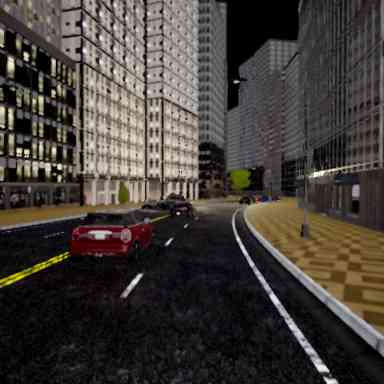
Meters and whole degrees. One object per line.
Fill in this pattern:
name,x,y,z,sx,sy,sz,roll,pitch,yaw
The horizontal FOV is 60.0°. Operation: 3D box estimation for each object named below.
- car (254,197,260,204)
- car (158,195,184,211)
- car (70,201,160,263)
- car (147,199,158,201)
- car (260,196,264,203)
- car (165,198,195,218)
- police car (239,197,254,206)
car,13.011,1.845,72.488,1.837,1.490,4.892,0,0,19
car,-2.324,1.360,43.602,2.150,2.045,5.566,0,0,11
car,-2.700,1.389,12.312,2.097,1.767,4.553,0,0,3
car,-5.279,1.677,45.463,2.033,1.411,5.357,0,0,11
car,14.950,1.850,78.012,1.882,1.535,5.008,0,0,20
car,-0.860,1.613,31.260,1.837,1.490,4.892,0,0,8
police car,10.126,1.713,63.289,1.930,1.638,5.238,0,0,16
